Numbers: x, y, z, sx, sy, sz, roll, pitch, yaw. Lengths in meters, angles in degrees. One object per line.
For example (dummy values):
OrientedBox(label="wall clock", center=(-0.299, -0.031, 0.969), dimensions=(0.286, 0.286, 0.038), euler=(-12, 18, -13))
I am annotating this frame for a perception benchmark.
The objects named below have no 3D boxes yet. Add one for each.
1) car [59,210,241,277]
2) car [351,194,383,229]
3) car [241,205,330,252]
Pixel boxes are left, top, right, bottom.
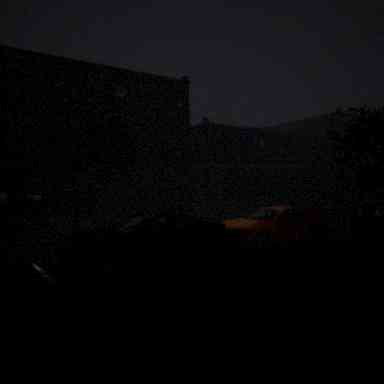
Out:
OrientedBox(label="car", center=(-1.229, 1.320, 9.786), dimensions=(5.008, 1.535, 2.097), euler=(0, 0, -33))
OrientedBox(label="car", center=(11.315, 1.035, 18.773), dimensions=(5.566, 2.045, 2.435), euler=(0, 0, -35))
OrientedBox(label="car", center=(3.280, 1.288, 13.018), dimensions=(5.008, 1.535, 2.097), euler=(0, 0, -33))
